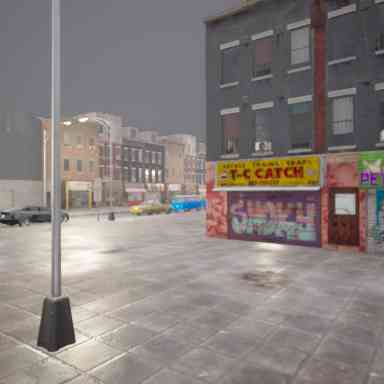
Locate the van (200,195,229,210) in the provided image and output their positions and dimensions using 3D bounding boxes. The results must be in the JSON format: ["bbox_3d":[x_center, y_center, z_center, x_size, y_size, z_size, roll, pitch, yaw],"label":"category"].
[{"bbox_3d":[2.845,1.234,40.520,1.690,1.788,3.998,0,0,36],"label":"van"}]

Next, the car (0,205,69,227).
[{"bbox_3d":[-10.333,1.522,22.111,1.947,1.339,4.313,0,0,36],"label":"car"}]

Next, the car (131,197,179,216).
[{"bbox_3d":[-3.645,1.449,31.454,1.752,1.417,4.829,0,0,36],"label":"car"}]

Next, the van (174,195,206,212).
[{"bbox_3d":[-0.449,1.249,35.918,1.690,1.788,3.998,0,0,36],"label":"van"}]
